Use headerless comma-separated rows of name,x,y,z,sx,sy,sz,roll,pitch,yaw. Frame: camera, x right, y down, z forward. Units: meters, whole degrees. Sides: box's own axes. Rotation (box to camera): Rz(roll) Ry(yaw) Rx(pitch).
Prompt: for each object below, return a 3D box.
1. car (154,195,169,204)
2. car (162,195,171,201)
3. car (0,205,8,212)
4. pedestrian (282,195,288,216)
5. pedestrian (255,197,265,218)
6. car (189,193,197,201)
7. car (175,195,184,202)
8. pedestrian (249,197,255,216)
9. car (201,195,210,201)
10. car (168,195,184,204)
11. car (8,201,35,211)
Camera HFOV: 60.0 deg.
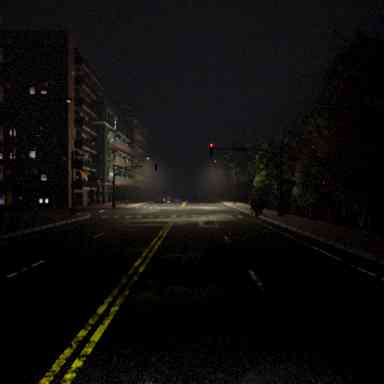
car,-6.320,1.566,66.256,2.033,1.411,5.357,0,0,1
car,-6.253,1.508,82.215,1.882,1.535,5.008,0,0,0
car,-22.567,1.590,34.623,5.009,1.841,2.192,-1,1,-1
pedestrian,8.055,1.144,28.762,0.375,1.860,0.375,0,0,0
pedestrian,5.722,1.296,28.073,0.375,1.860,0.375,0,0,0
car,0.258,1.252,85.616,2.150,2.045,5.566,0,0,0
car,-3.002,1.555,82.254,2.128,1.511,4.902,0,0,0
pedestrian,5.505,1.297,29.371,0.375,1.860,0.375,0,0,0
car,3.509,1.526,85.574,1.837,1.490,4.892,0,0,0
car,-3.079,1.496,66.253,1.882,1.535,5.008,0,0,1
car,-22.659,1.849,43.274,4.206,1.307,1.802,-1,1,-1
